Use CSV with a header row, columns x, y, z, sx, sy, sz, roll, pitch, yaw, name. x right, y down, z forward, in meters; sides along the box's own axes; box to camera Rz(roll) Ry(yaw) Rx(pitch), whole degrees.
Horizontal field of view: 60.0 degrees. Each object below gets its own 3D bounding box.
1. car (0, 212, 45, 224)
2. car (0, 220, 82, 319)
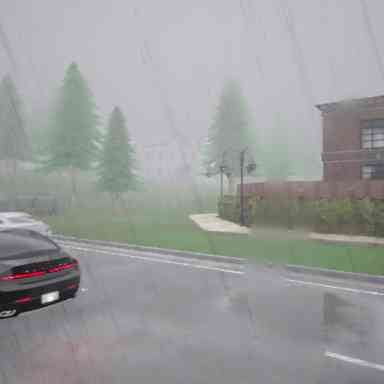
x,y,z,sx,sy,sz,roll,pitch,yaw,name
-7.491,1.531,13.367,4.674,1.442,1.812,0,0,35,car
-4.357,1.508,6.942,4.892,1.490,1.837,0,0,35,car
